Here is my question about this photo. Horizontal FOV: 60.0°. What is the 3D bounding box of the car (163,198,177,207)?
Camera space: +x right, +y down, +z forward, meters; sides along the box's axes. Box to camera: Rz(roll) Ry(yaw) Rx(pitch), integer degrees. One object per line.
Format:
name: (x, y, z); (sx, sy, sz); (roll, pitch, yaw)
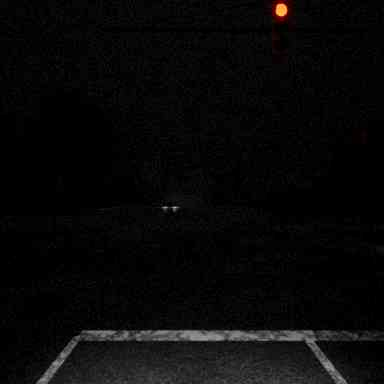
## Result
car: (-3.499, 1.678, 52.746); (1.812, 1.442, 4.674); (0, -2, 0)
